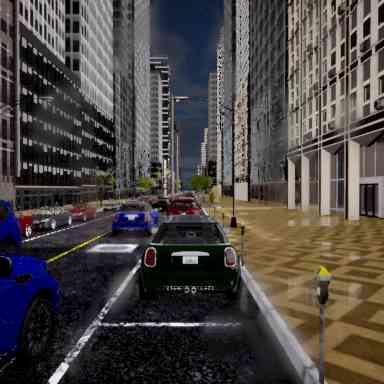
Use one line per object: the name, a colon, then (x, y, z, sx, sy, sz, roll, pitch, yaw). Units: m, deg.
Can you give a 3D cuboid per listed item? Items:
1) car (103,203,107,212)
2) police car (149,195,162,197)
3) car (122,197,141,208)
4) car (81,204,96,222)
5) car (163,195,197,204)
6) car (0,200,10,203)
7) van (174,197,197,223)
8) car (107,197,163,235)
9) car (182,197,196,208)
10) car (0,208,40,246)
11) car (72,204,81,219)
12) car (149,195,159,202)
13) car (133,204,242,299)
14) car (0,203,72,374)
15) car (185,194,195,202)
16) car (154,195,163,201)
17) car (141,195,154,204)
car: (-8.844, 1.544, 37.723, 2.008, 1.369, 4.403, -1, 0, 0)
police car: (-3.145, 1.418, 35.567, 1.930, 1.638, 5.238, 0, 0, 0)
car: (-8.843, 1.541, 49.090, 2.008, 1.369, 4.403, -1, 0, 0)
car: (-8.843, 1.577, 26.356, 1.802, 1.307, 4.206, -1, 0, 0)
car: (-0.465, 1.311, 20.672, 2.192, 1.841, 5.009, -1, 0, 0)
car: (-6.247, 1.220, 7.886, 2.150, 2.045, 5.566, 0, 0, 0)
van: (-0.465, 1.336, 26.356, 1.690, 1.788, 3.998, -1, 0, 0)
car: (-3.047, 1.349, 18.872, 2.097, 1.767, 4.553, 0, 0, 0)
car: (-0.463, 1.541, 49.090, 2.008, 1.369, 4.403, -1, 0, 0)
car: (-8.843, 1.542, 14.989, 1.887, 1.381, 4.507, -1, 0, 0)
car: (-8.844, 1.547, 20.672, 2.008, 1.369, 4.403, -1, 0, 0)
car: (-8.843, 1.509, 77.339, 1.752, 1.417, 4.829, -1, 0, 0)
car: (-0.033, 1.351, 8.621, 2.097, 1.767, 4.553, 0, 0, 0)
car: (-3.044, 1.217, 2.598, 2.150, 2.045, 5.566, 0, 0, 0)
car: (-0.465, 1.298, 77.509, 2.192, 1.841, 5.009, -1, 0, 0)
car: (-8.844, 1.545, 88.876, 1.947, 1.339, 4.313, -1, 0, 0)
car: (-8.845, 1.426, 66.141, 1.967, 1.590, 4.097, -1, 0, 0)
